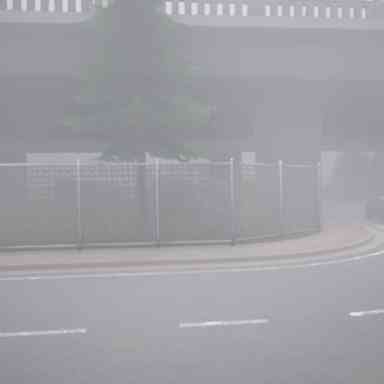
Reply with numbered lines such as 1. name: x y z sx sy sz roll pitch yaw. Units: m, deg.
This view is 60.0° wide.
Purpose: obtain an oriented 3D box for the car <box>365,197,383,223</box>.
1. car: 12.712 1.119 21.450 1.837 1.490 4.892 0 1 11
